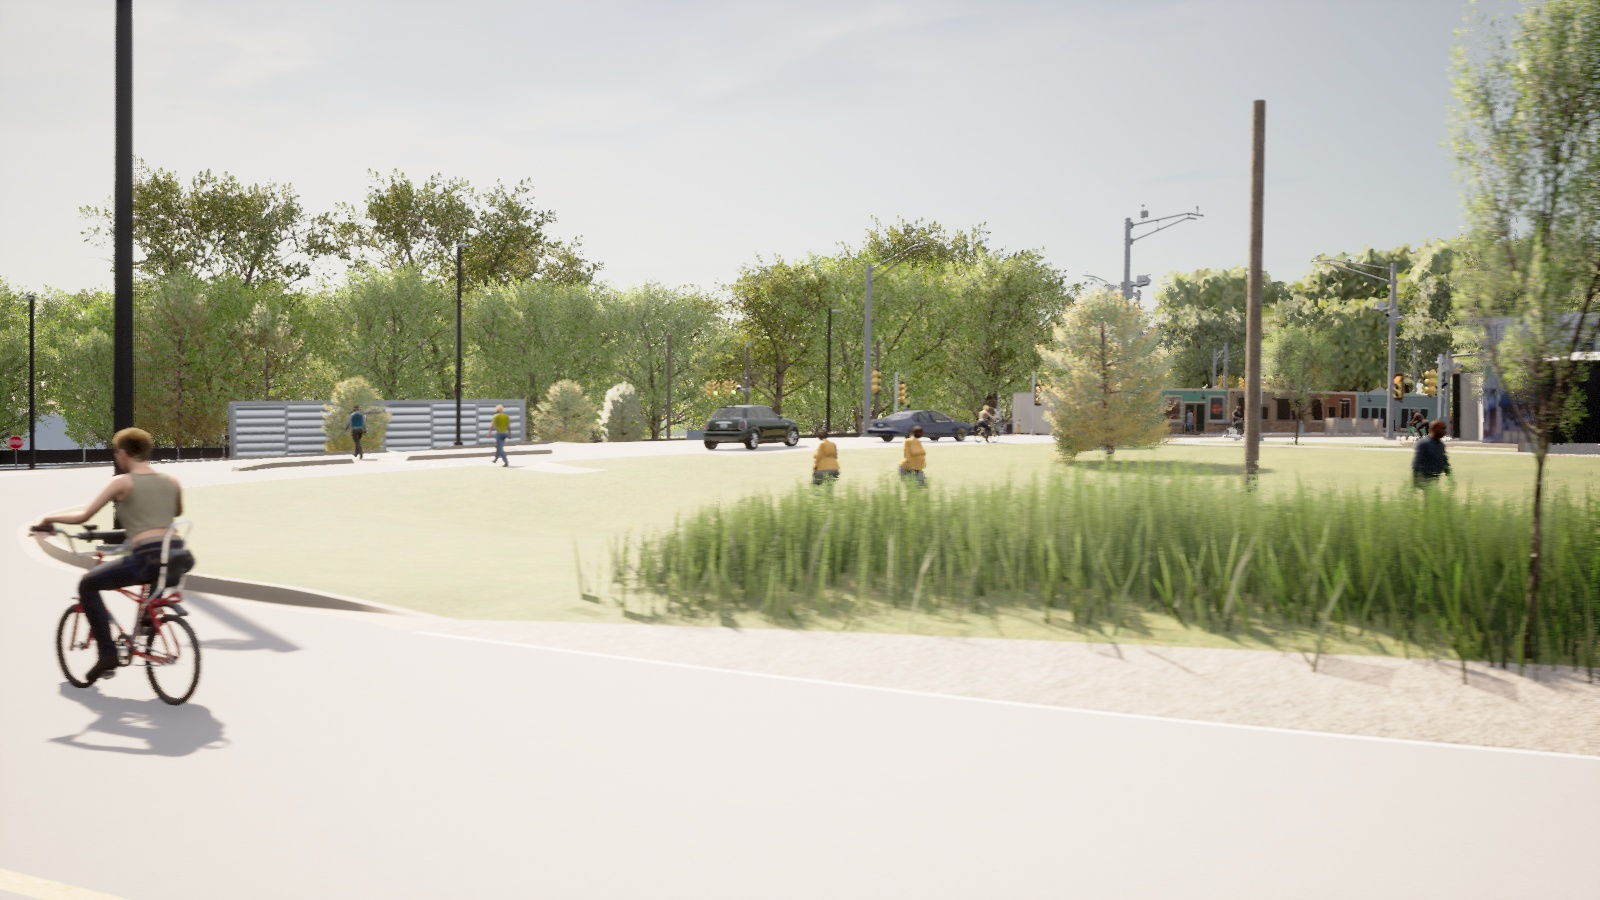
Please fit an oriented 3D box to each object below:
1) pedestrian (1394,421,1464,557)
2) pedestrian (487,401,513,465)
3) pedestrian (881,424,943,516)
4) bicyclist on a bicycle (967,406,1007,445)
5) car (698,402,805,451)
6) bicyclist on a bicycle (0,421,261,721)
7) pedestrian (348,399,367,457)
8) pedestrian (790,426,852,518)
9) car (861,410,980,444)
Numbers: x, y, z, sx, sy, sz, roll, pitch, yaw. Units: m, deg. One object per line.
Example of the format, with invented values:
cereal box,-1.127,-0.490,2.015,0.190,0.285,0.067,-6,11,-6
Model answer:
pedestrian,8.707,0.522,17.400,0.370,1.835,0.726,0,1,-30
pedestrian,-8.724,-0.510,36.521,0.706,1.836,0.354,2,2,40
pedestrian,2.334,0.398,26.185,0.900,1.855,0.874,2,2,44
bicyclist on a bicycle,7.993,-1.051,53.720,1.509,1.612,0.866,-1,2,-37
car,-1.811,-0.972,48.796,2.097,1.767,4.553,1,3,29
bicyclist on a bicycle,-4.097,0.644,7.522,1.509,1.612,0.866,1,0,31
pedestrian,-14.813,-0.741,42.012,0.396,1.930,0.692,0,2,-37
pedestrian,0.444,0.449,26.124,0.874,1.855,0.900,0,2,-40
car,5.389,-1.024,55.690,5.357,1.411,2.033,-1,2,-40
